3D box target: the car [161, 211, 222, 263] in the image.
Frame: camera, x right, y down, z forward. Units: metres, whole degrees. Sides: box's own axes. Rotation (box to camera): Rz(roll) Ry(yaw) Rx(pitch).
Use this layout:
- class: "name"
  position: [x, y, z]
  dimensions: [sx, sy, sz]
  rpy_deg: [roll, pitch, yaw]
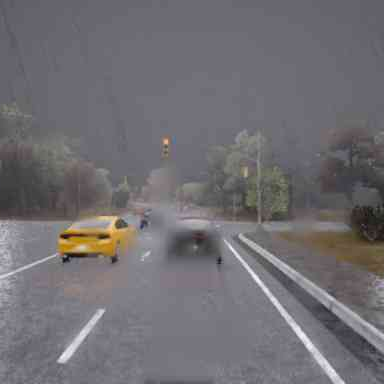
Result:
- class: "car"
  position: [0.076, 1.672, 12.804]
  dimensions: [1.882, 1.535, 5.008]
  rpy_deg: [0, -2, 0]

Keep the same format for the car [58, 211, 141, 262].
- class: "car"
  position: [-3.423, 1.673, 12.859]
  dimensions: [1.882, 1.535, 5.008]
  rpy_deg: [0, -2, 0]

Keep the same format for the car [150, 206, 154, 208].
- class: "car"
  position: [-10.512, 4.163, 82.829]
  dimensions: [2.033, 1.411, 5.357]
  rpy_deg: [0, 0, 0]

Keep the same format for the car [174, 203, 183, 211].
- class: "car"
  position: [-3.512, 4.173, 81.899]
  dimensions: [1.994, 1.385, 4.181]
  rpy_deg: [0, 0, 0]

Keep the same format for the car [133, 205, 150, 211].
- class: "car"
  position: [-10.510, 3.741, 66.962]
  dimensions: [2.150, 2.045, 5.566]
  rpy_deg: [0, -1, 0]

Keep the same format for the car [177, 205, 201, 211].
- class: "car"
  position: [0.079, 2.248, 28.854]
  dimensions: [2.097, 1.767, 4.553]
  rpy_deg: [0, -3, 0]

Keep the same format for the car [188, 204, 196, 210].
- class: "car"
  position: [-0.108, 4.014, 92.048]
  dimensions: [1.837, 1.490, 4.892]
  rpy_deg: [0, 0, -3]

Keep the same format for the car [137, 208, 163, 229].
- class: "car"
  position: [-3.417, 2.450, 29.754]
  dimensions: [1.837, 1.490, 4.892]
  rpy_deg: [0, -3, 0]
